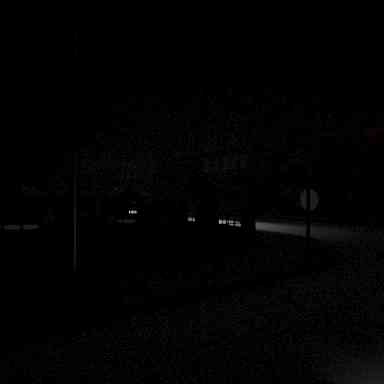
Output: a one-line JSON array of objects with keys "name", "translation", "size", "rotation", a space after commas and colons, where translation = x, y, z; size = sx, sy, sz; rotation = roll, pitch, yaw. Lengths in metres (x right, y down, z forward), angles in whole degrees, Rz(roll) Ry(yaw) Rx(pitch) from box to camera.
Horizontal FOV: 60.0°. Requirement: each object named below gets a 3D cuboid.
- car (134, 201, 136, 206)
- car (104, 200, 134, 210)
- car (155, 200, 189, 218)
[{"name": "car", "translation": [-10.105, 1.547, 48.940], "size": [2.033, 1.411, 5.357], "rotation": [0, 0, -37]}, {"name": "car", "translation": [-9.213, 1.564, 40.469], "size": [1.994, 1.385, 4.181], "rotation": [0, 0, -35]}, {"name": "car", "translation": [-2.210, 1.491, 30.608], "size": [2.128, 1.511, 4.902], "rotation": [0, 0, -35]}]
